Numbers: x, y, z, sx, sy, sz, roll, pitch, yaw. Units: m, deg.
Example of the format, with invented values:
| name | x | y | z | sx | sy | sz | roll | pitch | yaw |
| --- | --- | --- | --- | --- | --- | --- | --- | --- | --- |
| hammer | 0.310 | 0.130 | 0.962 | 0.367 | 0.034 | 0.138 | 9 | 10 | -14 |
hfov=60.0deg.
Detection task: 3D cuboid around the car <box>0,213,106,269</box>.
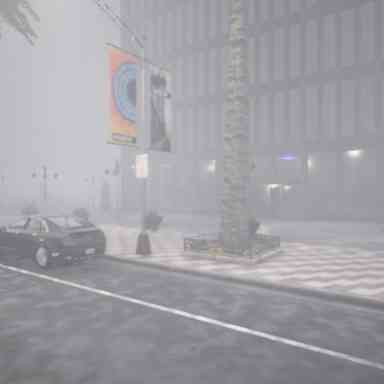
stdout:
| name | x | y | z | sx | sy | sz | roll | pitch | yaw |
| --- | --- | --- | --- | --- | --- | --- | --- | --- | --- |
| car | -4.957 | 1.470 | 11.169 | 4.892 | 1.521 | 2.231 | 0 | 0 | 35 |
